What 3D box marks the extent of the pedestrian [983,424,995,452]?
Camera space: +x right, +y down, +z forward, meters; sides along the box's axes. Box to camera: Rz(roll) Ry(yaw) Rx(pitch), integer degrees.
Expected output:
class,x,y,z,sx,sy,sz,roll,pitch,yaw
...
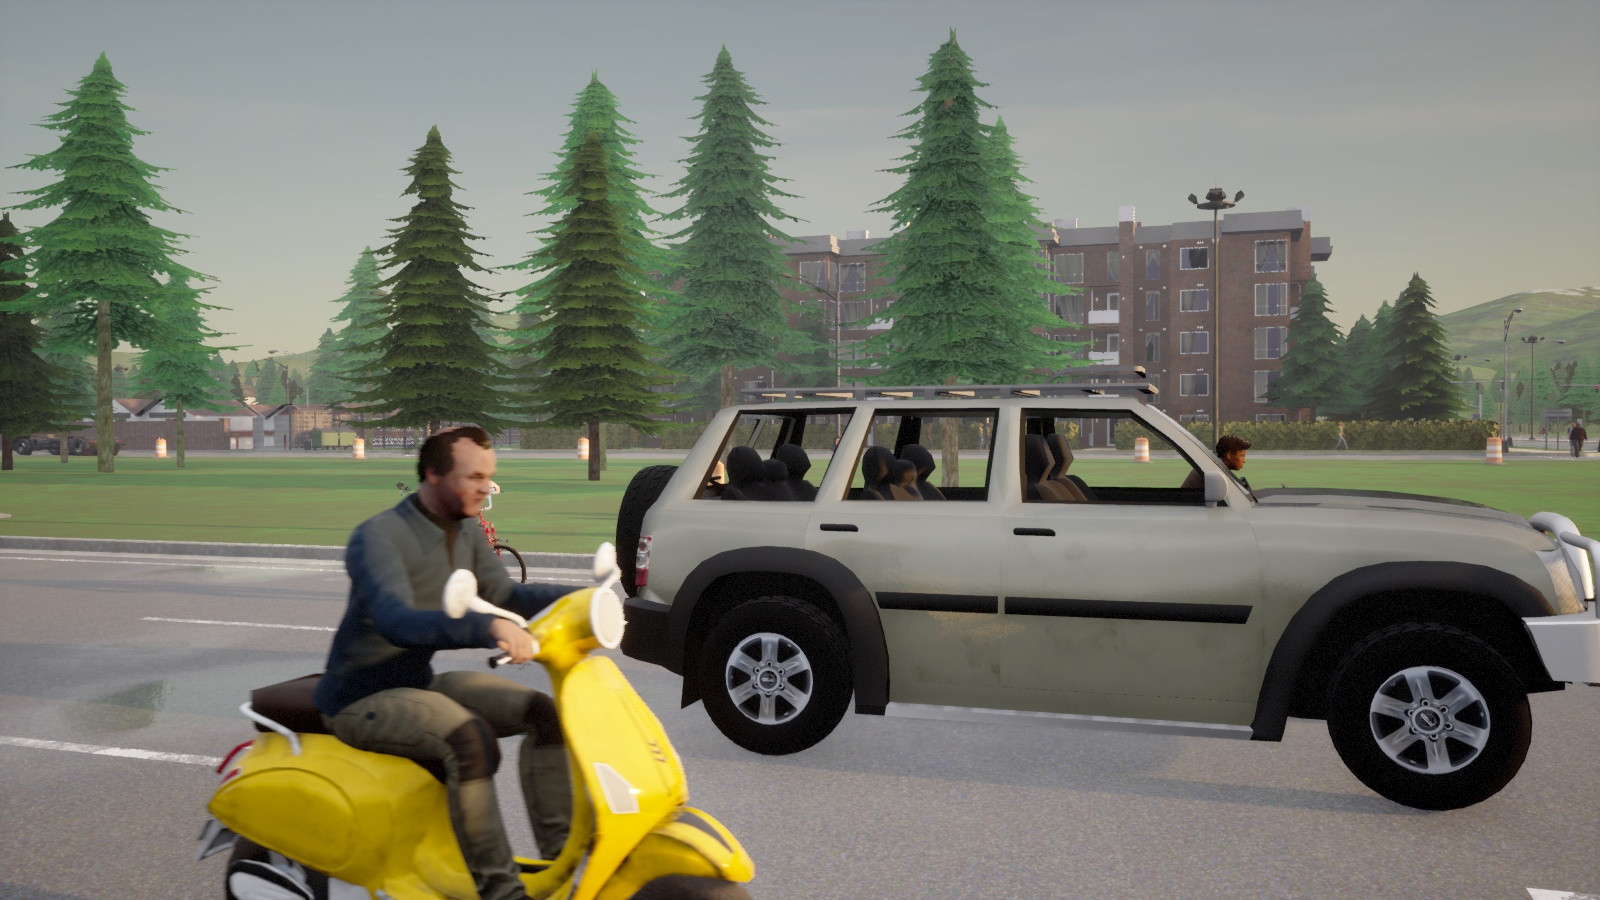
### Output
class,x,y,z,sx,sy,sz,roll,pitch,yaw
pedestrian,12.472,-0.824,82.825,0.726,1.835,0.370,1,1,20

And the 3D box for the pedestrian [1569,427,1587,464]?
class,x,y,z,sx,sy,sz,roll,pitch,yaw
pedestrian,38.930,-0.240,62.839,0.634,1.844,0.899,1,1,23

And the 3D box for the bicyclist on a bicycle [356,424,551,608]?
class,x,y,z,sx,sy,sz,roll,pitch,yaw
bicyclist on a bicycle,-3.198,0.564,11.649,1.509,1.612,0.866,0,1,18

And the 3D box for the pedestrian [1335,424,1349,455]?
class,x,y,z,sx,sy,sz,roll,pitch,yaw
pedestrian,32.806,-0.639,76.017,0.706,1.836,0.354,1,1,20

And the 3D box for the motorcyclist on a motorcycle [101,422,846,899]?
class,x,y,z,sx,sy,sz,roll,pitch,yaw
motorcyclist on a motorcycle,-0.871,0.721,3.486,1.817,1.590,0.866,1,1,19

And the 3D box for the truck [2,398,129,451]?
class,x,y,z,sx,sy,sz,roll,pitch,yaw
truck,-49.682,-1.701,84.915,7.936,3.462,2.891,1,1,19

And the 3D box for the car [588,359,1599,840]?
class,x,y,z,sx,sy,sz,roll,pitch,yaw
car,1.444,0.546,6.396,4.605,1.855,1.932,1,1,18
